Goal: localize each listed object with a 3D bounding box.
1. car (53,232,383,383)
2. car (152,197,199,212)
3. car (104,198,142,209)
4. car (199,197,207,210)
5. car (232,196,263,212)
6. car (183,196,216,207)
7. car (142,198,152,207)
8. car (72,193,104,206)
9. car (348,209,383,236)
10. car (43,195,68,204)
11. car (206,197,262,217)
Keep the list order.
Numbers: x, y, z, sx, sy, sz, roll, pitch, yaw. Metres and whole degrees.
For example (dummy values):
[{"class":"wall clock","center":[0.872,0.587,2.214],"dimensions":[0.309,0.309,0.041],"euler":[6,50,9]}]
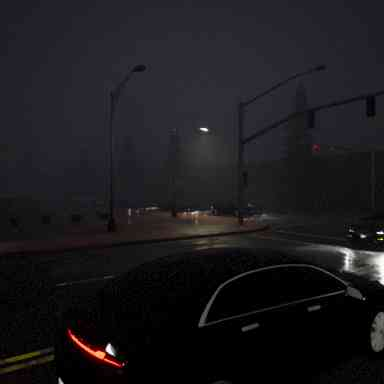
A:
[{"class":"car","center":[0.823,1.504,4.384],"dimensions":[4.892,1.490,1.837],"euler":[0,0,-35]},{"class":"car","center":[-2.015,1.541,38.683],"dimensions":[2.033,1.411,5.357],"euler":[0,0,-39]},{"class":"car","center":[-9.483,1.520,45.757],"dimensions":[4.674,1.442,1.812],"euler":[0,0,36]},{"class":"car","center":[-0.363,1.497,41.912],"dimensions":[1.837,1.490,4.892],"euler":[0,0,-41]},{"class":"car","center":[5.231,1.344,34.765],"dimensions":[2.097,1.767,4.553],"euler":[0,0,-37]},{"class":"car","center":[1.074,1.468,50.815],"dimensions":[5.008,1.535,1.882],"euler":[0,0,44]},{"class":"car","center":[-7.715,1.557,48.734],"dimensions":[4.181,1.385,1.994],"euler":[0,0,35]},{"class":"car","center":[-16.722,1.216,54.019],"dimensions":[5.566,2.045,2.150],"euler":[0,0,20]},{"class":"car","center":[8.720,1.500,14.531],"dimensions":[4.892,1.490,1.837],"euler":[0,0,-36]},{"class":"car","center":[-26.230,1.347,63.805],"dimensions":[4.553,1.767,2.097],"euler":[0,0,9]},{"class":"car","center":[3.792,1.498,30.861],"dimensions":[1.837,1.490,4.892],"euler":[0,0,-36]}]
